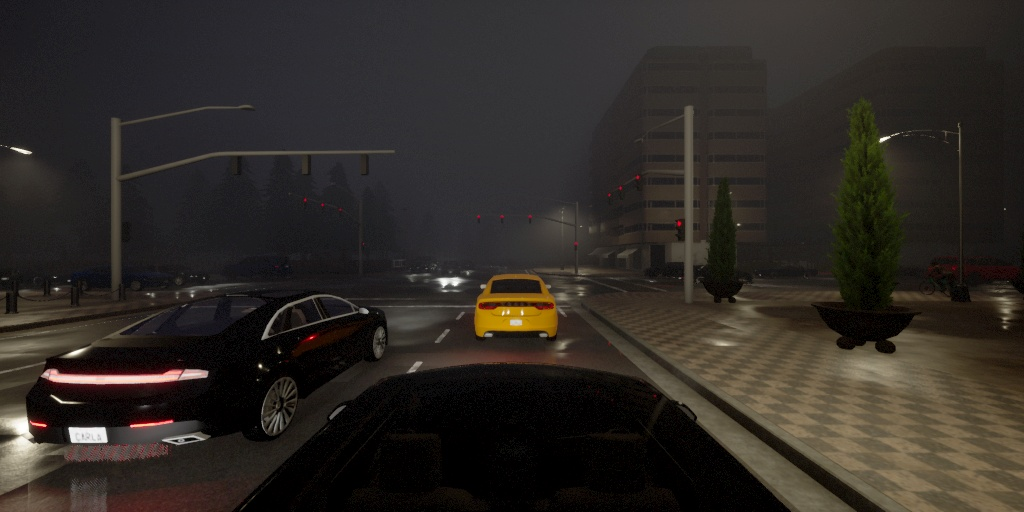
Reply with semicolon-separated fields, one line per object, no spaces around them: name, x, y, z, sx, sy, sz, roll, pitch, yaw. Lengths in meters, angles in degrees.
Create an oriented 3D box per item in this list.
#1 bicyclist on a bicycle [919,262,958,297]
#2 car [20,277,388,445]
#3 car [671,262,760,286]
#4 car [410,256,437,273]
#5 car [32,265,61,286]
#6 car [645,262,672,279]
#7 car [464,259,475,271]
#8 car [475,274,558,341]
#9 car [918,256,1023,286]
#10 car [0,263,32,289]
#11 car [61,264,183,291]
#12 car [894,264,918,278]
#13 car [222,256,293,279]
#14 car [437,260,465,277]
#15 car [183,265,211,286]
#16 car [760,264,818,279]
bicyclist on a bicycle;20.283;1.106;17.043;0.582;1.620;1.656;0;0;0
car;-3.424;1.242;5.339;2.128;1.511;4.902;0;0;0
car;14.302;1.310;25.364;4.892;1.490;1.837;0;0;1
car;-10.392;0.972;42.778;2.150;2.045;5.566;0;0;2
car;-33.765;1.353;25.168;5.357;1.411;2.033;0;0;0
car;14.639;1.283;32.510;5.008;1.535;1.882;0;0;0
car;-6.530;1.227;50.694;1.882;1.535;5.008;0;0;5
car;0.104;1.228;9.922;1.882;1.535;5.008;0;0;0
car;32.948;1.029;25.374;5.566;2.045;2.150;0;0;0
car;-33.373;1.027;21.671;5.566;2.045;2.150;0;0;0
car;-23.438;1.283;21.699;5.008;1.535;1.882;0;0;0
car;34.915;1.406;32.560;4.718;1.301;1.895;0;0;0
car;-22.712;1.027;32.125;5.566;2.045;2.150;0;0;3
car;-6.257;1.260;36.559;2.128;1.511;4.902;0;1;-10
car;-24.023;1.310;25.209;4.892;1.490;1.837;0;0;1
car;24.715;1.406;32.539;4.718;1.301;1.895;0;0;0
